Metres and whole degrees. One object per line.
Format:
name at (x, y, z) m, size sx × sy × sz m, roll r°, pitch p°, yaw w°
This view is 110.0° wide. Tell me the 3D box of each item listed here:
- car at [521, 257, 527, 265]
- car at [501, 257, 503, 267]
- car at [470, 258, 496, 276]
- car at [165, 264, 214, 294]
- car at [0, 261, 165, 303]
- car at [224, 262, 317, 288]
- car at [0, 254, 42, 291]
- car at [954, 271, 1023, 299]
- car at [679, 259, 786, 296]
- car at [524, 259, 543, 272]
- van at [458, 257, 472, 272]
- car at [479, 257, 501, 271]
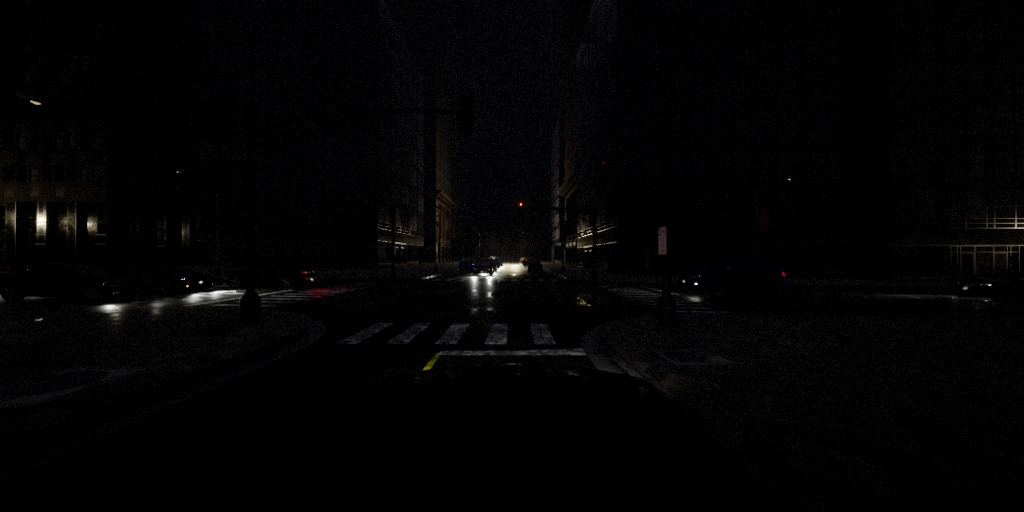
car at (2.988, 1.270, 62.013) m, size 1.802 × 1.307 × 4.207 m, roll 0°, pitch 0°, yaw 0°
car at (-2.796, 1.225, 56.221) m, size 1.812 × 1.442 × 4.674 m, roll 0°, pitch 0°, yaw 0°
car at (-2.930, 1.252, 37.204) m, size 1.812 × 1.442 × 4.674 m, roll 0°, pitch 0°, yaw 0°
car at (-17.419, 1.094, 17.786) m, size 4.181 × 1.385 × 1.994 m, roll 1°, pitch 0°, yaw 0°
car at (-17.610, 0.994, 14.538) m, size 5.008 × 1.535 × 1.882 m, roll 1°, pitch 0°, yaw 0°
car at (-14.231, 1.088, 21.219) m, size 4.892 × 1.490 × 1.837 m, roll 1°, pitch 0°, yaw 0°
car at (-27.029, 0.760, 17.843) m, size 4.553 × 1.767 × 2.097 m, roll 1°, pitch 0°, yaw 0°
car at (29.014, 1.654, 20.973) m, size 4.902 × 1.511 × 2.128 m, roll 1°, pitch 0°, yaw 0°
car at (12.877, 1.166, 21.060) m, size 5.566 × 2.045 × 2.150 m, roll 1°, pitch 0°, yaw 0°
car at (2.880, 1.283, 45.065) m, size 1.948 × 1.339 × 4.313 m, roll 0°, pitch 0°, yaw 0°
van at (-5.646, 1.058, 45.118) m, size 1.690 × 1.789 × 3.998 m, roll 0°, pitch 0°, yaw 0°
car at (-2.875, 1.207, 46.321) m, size 2.128 × 1.511 × 4.902 m, roll 0°, pitch 0°, yaw 0°
